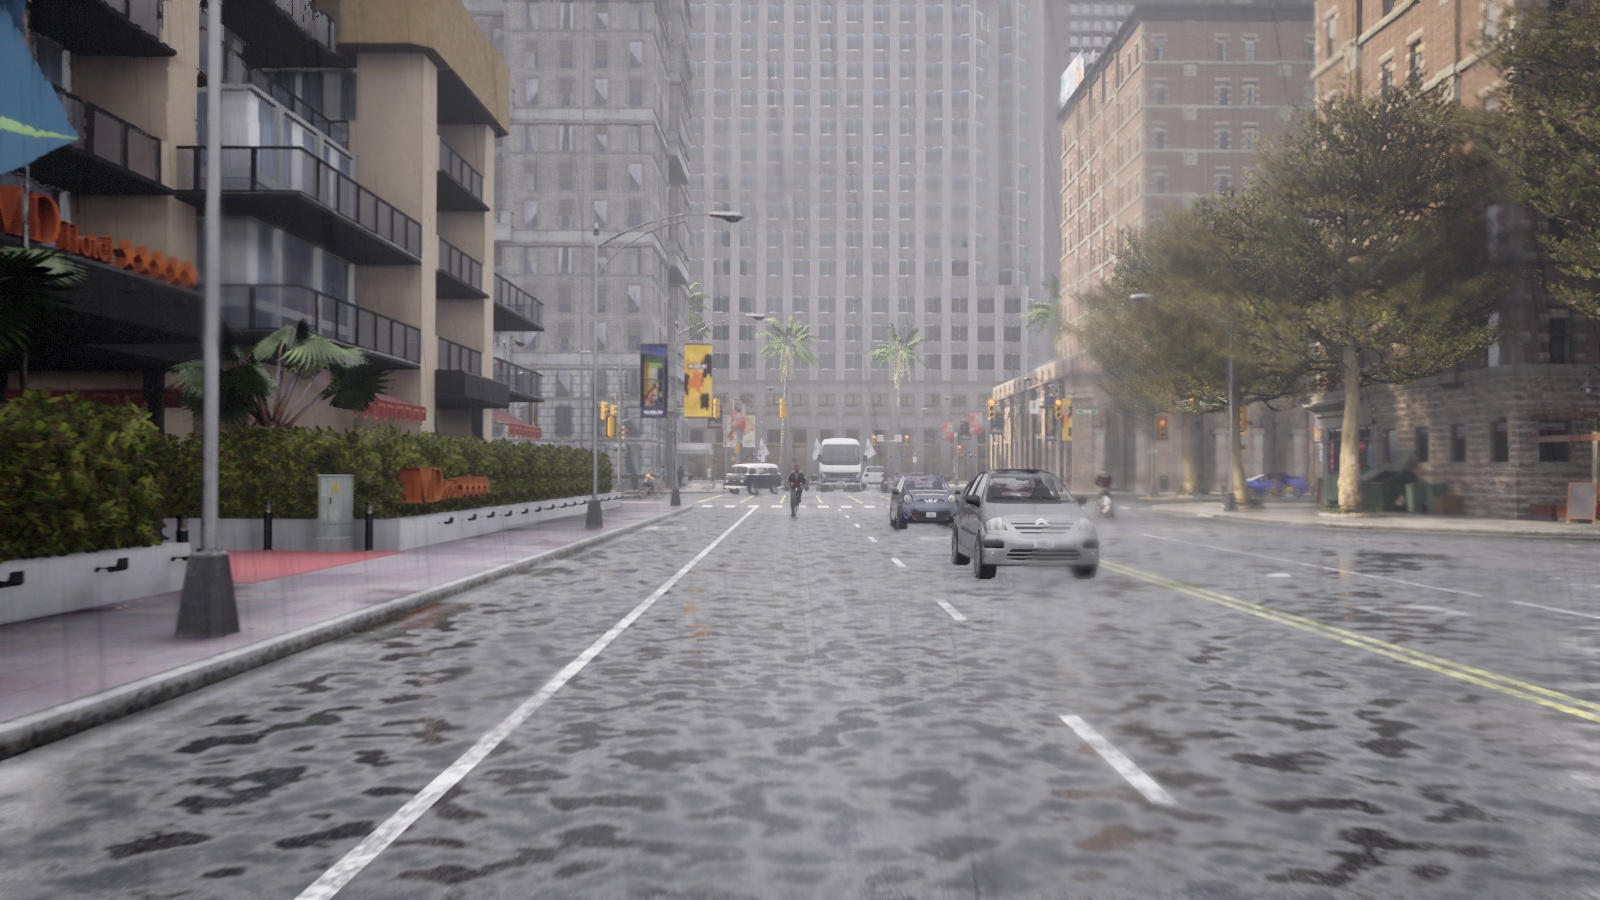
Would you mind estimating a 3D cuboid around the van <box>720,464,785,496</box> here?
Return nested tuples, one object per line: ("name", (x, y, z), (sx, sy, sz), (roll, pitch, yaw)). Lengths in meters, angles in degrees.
("van", (-3.109, 1.951, 83.452), (2.069, 2.038, 4.480), (0, -1, 34))

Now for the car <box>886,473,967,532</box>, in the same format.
("car", (3.416, 1.393, 34.431), (1.845, 1.501, 3.633), (0, -1, 0))

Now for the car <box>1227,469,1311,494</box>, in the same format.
("car", (29.444, 1.967, 78.858), (4.514, 1.525, 2.007), (0, -1, 1))

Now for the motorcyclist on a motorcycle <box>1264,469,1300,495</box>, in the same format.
("motorcyclist on a motorcycle", (28.895, 1.917, 75.342), (1.817, 1.590, 0.866), (0, -1, 1))

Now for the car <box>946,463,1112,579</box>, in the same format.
("car", (3.452, 1.029, 19.670), (1.851, 1.617, 3.988), (0, -1, 0))
